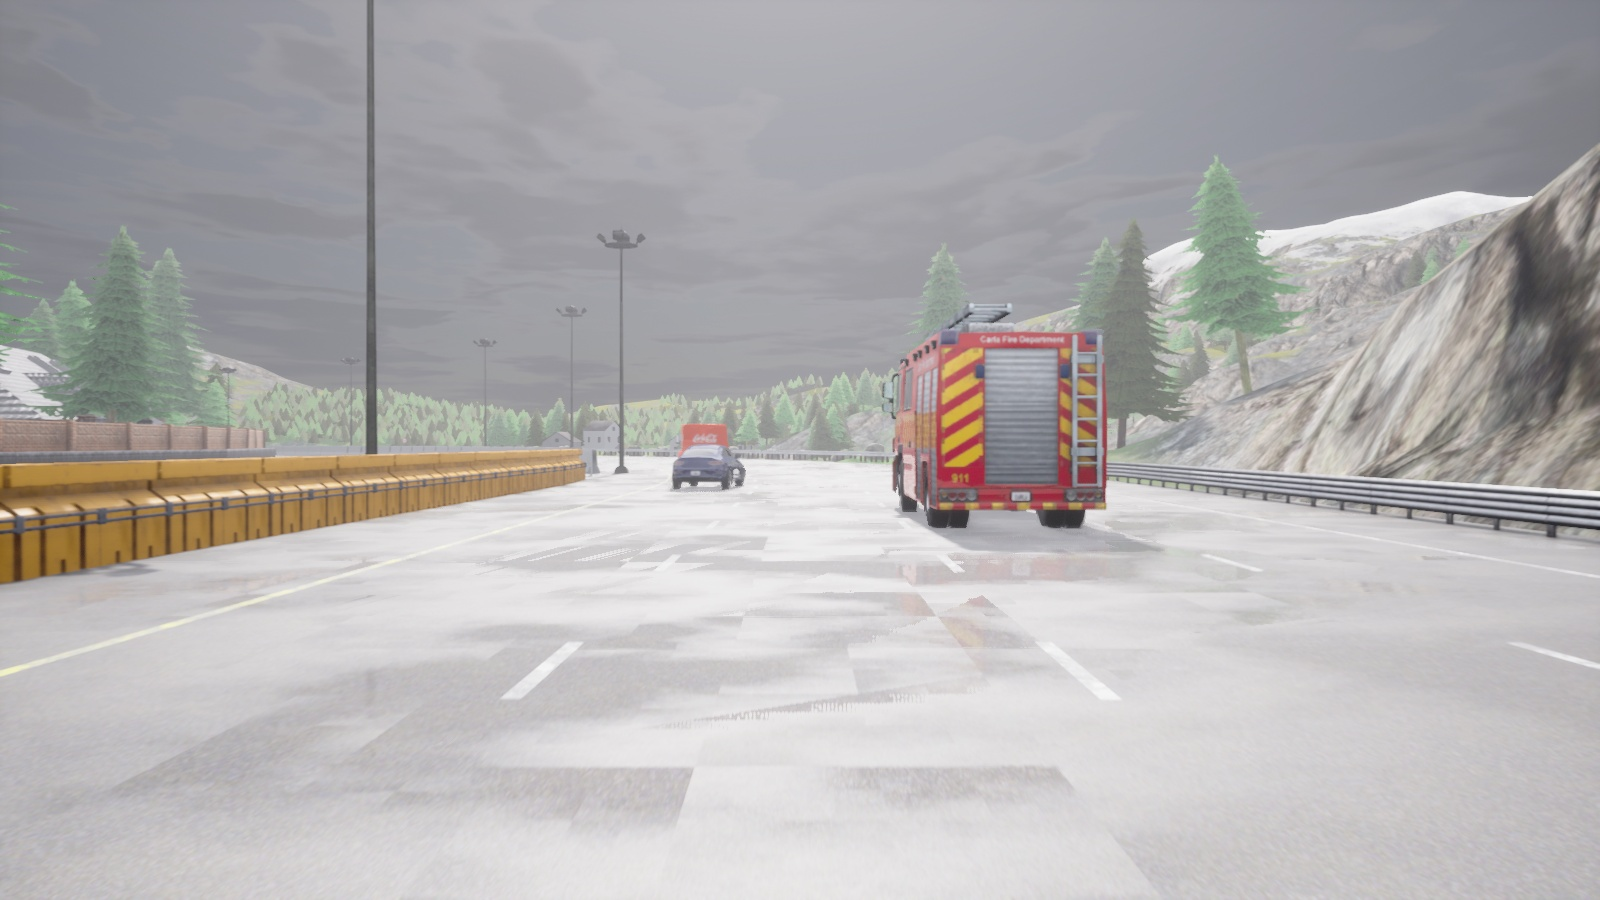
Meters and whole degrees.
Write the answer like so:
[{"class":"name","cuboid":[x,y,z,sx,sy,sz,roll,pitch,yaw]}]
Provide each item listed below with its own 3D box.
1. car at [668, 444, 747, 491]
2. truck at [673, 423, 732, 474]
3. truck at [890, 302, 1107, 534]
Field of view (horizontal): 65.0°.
[{"class":"car","cuboid":[-3.009,0.534,41.805,1.812,1.442,4.674,0,0,6]},{"class":"truck","cuboid":[-4.992,-0.099,63.740,2.627,2.467,5.204,0,1,-8]},{"class":"truck","cuboid":[3.586,-0.556,25.014,2.891,3.827,8.468,0,0,-1]}]
